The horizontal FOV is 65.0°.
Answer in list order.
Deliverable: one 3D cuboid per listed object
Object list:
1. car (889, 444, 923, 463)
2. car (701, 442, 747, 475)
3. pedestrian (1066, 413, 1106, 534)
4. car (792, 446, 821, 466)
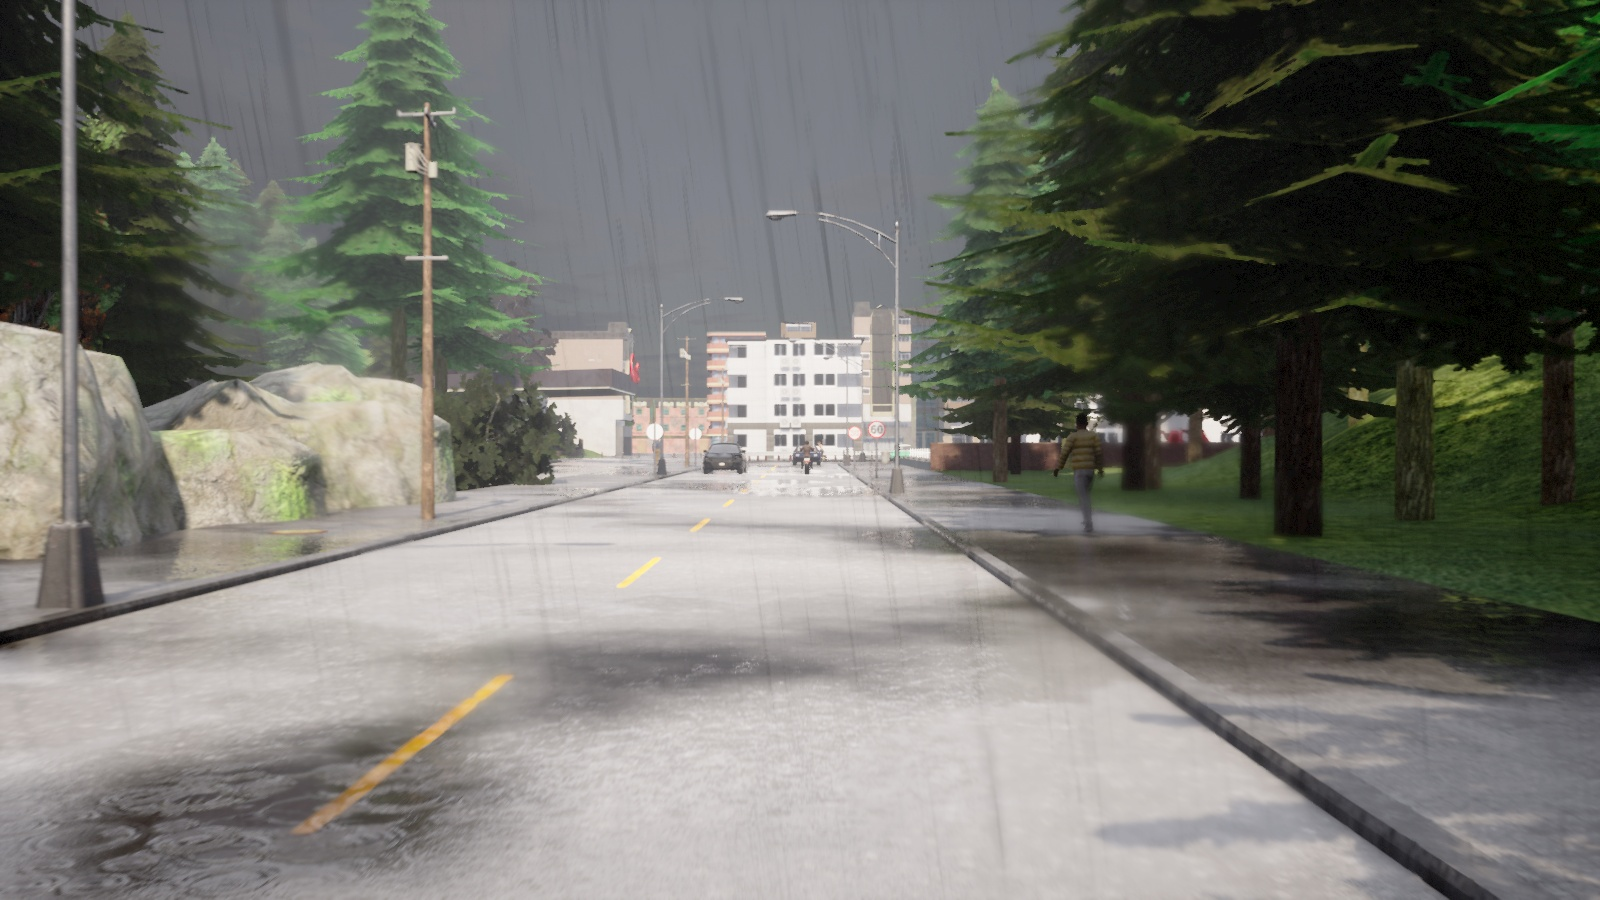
[{"bbox_3d":[7.954,0.278,94.146,2.207,1.376,1.481,0,0,-12],"label":"car"},{"bbox_3d":[-3.659,0.377,61.120,1.882,1.535,5.008,0,0,0],"label":"car"},{"bbox_3d":[4.414,0.350,19.402,0.431,1.840,0.709,0,0,-3],"label":"pedestrian"},{"bbox_3d":[0.469,0.366,85.355,1.895,1.301,4.718,0,0,1],"label":"car"}]
